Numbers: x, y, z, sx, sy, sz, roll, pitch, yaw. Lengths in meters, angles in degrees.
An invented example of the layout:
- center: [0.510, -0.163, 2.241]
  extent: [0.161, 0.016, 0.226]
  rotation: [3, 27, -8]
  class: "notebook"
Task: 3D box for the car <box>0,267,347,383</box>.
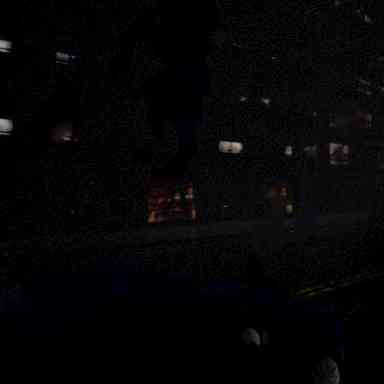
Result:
- center: [-0.566, 1.476, 3.036]
  extent: [5.008, 1.535, 1.882]
  rotation: [0, 0, -35]
  class: "car"
